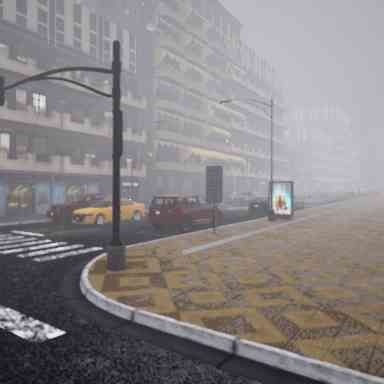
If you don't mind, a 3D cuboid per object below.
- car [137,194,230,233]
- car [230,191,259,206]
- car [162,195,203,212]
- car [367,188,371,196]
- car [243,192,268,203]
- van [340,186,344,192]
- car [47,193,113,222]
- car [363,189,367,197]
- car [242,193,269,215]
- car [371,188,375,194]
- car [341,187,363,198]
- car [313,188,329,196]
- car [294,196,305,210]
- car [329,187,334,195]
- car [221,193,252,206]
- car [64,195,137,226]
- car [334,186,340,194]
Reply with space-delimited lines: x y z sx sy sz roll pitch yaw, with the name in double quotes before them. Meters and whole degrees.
"car" -0.264 1.021 17.792 2.192 1.841 5.009 1 2 35
"car" 6.236 0.674 37.227 2.097 1.767 4.553 0 1 35
"car" -0.820 1.061 31.641 1.802 1.307 4.206 2 2 35
"car" 34.671 0.091 67.825 1.887 1.381 4.507 1 2 35
"car" 8.705 0.746 45.281 1.802 1.307 4.206 2 2 35
"van" 37.284 -0.455 86.197 1.690 1.788 3.998 2 2 35
"car" -7.169 1.001 22.539 2.192 1.841 5.009 2 2 35
"car" 31.495 0.093 63.274 1.967 1.590 4.097 1 2 35
"car" 6.087 1.064 26.894 1.947 1.339 4.313 1 2 35
"car" 37.847 -0.017 72.374 1.887 1.381 4.507 1 2 35
"car" 28.319 0.304 58.730 1.887 1.381 4.507 1 2 35
"car" 27.757 -0.033 72.559 1.967 1.590 4.097 2 2 35
"car" 9.263 0.960 31.443 1.947 1.339 4.313 1 2 35
"car" 30.932 -0.036 77.109 1.887 1.381 4.507 2 2 35
"car" 5.530 0.820 40.734 2.008 1.369 4.403 2 2 35
"car" -5.134 1.173 20.956 1.882 1.535 5.008 0 2 34
"car" 34.109 -0.248 81.653 1.967 1.590 4.097 2 2 35
